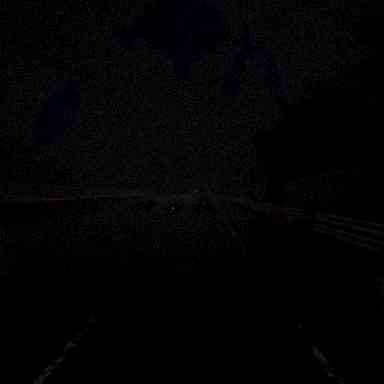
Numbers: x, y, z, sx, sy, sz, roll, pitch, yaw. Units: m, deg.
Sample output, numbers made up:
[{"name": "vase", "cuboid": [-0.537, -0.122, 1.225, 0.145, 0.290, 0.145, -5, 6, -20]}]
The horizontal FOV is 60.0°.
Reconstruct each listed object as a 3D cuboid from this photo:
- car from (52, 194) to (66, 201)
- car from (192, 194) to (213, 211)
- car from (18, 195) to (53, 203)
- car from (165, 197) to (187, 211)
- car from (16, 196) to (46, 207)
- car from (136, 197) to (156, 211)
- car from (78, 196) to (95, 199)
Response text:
[{"name": "car", "cuboid": [-19.384, 1.152, 46.684, 2.097, 1.767, 4.553, 1, 0, 3]}, {"name": "car", "cuboid": [1.427, 1.364, 40.424, 2.097, 1.767, 4.553, 1, 0, 2]}, {"name": "car", "cuboid": [-16.410, 1.356, 33.912, 1.812, 1.442, 4.674, 1, 0, 3]}, {"name": "car", "cuboid": [-2.068, 1.577, 40.642, 1.895, 1.301, 4.718, 1, 0, 2]}, {"name": "car", "cuboid": [-22.857, 1.328, 47.339, 1.994, 1.385, 4.181, 1, 0, 3]}, {"name": "car", "cuboid": [-5.563, 1.419, 40.777, 1.882, 1.535, 5.008, 1, 0, 2]}, {"name": "car", "cuboid": [-15.738, 1.315, 49.724, 1.882, 1.535, 5.008, 1, 1, 3]}]
